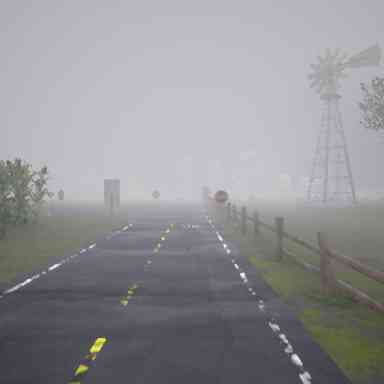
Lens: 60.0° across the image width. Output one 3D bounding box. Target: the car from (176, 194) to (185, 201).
[{"bbox_3d":[-2.750,1.356,79.904,2.097,1.767,4.553,0,0,0],"label":"car"}]
